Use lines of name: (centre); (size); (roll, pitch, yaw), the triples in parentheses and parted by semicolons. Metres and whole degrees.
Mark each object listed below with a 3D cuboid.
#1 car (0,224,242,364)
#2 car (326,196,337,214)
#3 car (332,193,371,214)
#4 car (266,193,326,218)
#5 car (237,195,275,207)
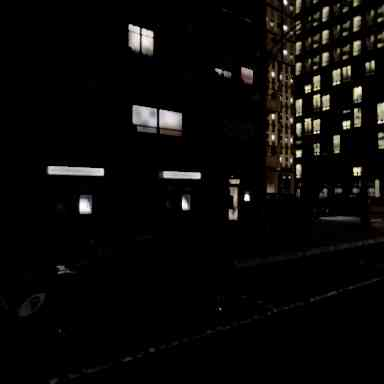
car: (-1.116, 1.440, 5.780); (4.097, 1.590, 1.967); (0, 0, -36)
car: (9.432, 1.188, 28.635); (1.837, 1.490, 4.892); (0, 2, -36)
car: (14.341, 1.023, 31.763); (2.192, 1.841, 5.009); (1, 0, -36)
car: (7.630, 1.005, 26.746); (2.192, 1.841, 5.009); (2, 0, -36)
car: (7.759, 1.066, 40.698); (1.947, 1.339, 4.313); (1, 0, -36)
